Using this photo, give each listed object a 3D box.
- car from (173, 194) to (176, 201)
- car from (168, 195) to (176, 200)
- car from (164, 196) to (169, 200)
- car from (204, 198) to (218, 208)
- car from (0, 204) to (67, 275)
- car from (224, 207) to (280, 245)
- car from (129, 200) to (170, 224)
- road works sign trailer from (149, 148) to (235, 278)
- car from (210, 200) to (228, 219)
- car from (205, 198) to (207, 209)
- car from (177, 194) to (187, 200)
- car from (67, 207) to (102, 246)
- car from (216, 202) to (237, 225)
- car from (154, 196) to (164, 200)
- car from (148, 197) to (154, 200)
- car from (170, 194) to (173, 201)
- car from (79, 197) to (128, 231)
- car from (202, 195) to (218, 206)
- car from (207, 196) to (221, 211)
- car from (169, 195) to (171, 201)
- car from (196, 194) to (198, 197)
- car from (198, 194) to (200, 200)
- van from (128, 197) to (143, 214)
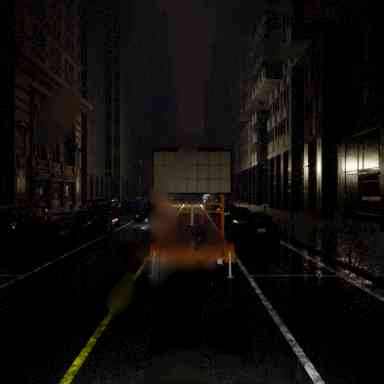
[{"bbox_3d":[-5.707,1.601,82.468,2.008,1.369,4.403,0,0,0],"label":"car"},{"bbox_3d":[-5.699,1.607,93.672,1.887,1.381,4.507,0,0,0],"label":"car"},{"bbox_3d":[-5.721,1.470,60.062,1.967,1.590,4.097,0,0,0],"label":"car"},{"bbox_3d":[2.796,1.603,48.867,1.802,1.307,4.206,0,0,0],"label":"car"},{"bbox_3d":[-5.754,1.316,9.646,2.192,1.841,5.009,0,0,0],"label":"car"},{"bbox_3d":[2.774,1.568,15.255,1.947,1.339,4.313,0,0,0],"label":"car"},{"bbox_3d":[-3.085,1.553,25.295,2.033,1.411,5.357,0,0,0],"label":"car"},{"bbox_3d":[0.006,0.465,10.107,2.380,3.560,2.880,0,0,0],"label":"road works sign trailer"},{"bbox_3d":[2.782,1.557,26.458,2.008,1.369,4.403,0,0,0],"label":"car"},{"bbox_3d":[2.789,1.595,37.662,1.802,1.307,4.206,0,0,0],"label":"car"},{"bbox_3d":[-2.942,1.659,89.741,1.895,1.301,4.718,0,0,0],"label":"car"},{"bbox_3d":[-5.751,1.584,15.247,1.802,1.307,4.206,0,0,0],"label":"car"},{"bbox_3d":[2.778,1.570,20.857,1.947,1.339,4.313,0,0,0],"label":"car"},{"bbox_3d":[-5.729,1.461,48.858,1.967,1.590,4.097,0,0,0],"label":"car"},{"bbox_3d":[-5.736,1.538,37.484,1.752,1.417,4.829,0,0,0],"label":"car"},{"bbox_3d":[-5.714,1.605,71.265,1.947,1.339,4.313,0,0,0],"label":"car"},{"bbox_3d":[-5.746,1.319,20.850,2.192,1.841,5.009,0,0,0],"label":"car"},{"bbox_3d":[2.793,1.332,43.265,2.192,1.841,5.009,0,0,0],"label":"car"},{"bbox_3d":[2.786,1.449,32.061,1.967,1.590,4.097,0,0,0],"label":"car"},{"bbox_3d":[-5.718,1.616,65.662,1.802,1.307,4.206,0,0,0],"label":"car"},{"bbox_3d":[2.826,1.607,93.684,1.887,1.381,4.507,0,0,0],"label":"car"},{"bbox_3d":[2.811,1.622,71.276,1.802,1.307,4.206,0,0,0],"label":"car"},{"bbox_3d":[-5.739,1.350,32.052,1.690,1.788,3.998,0,0,0],"label":"van"}]
